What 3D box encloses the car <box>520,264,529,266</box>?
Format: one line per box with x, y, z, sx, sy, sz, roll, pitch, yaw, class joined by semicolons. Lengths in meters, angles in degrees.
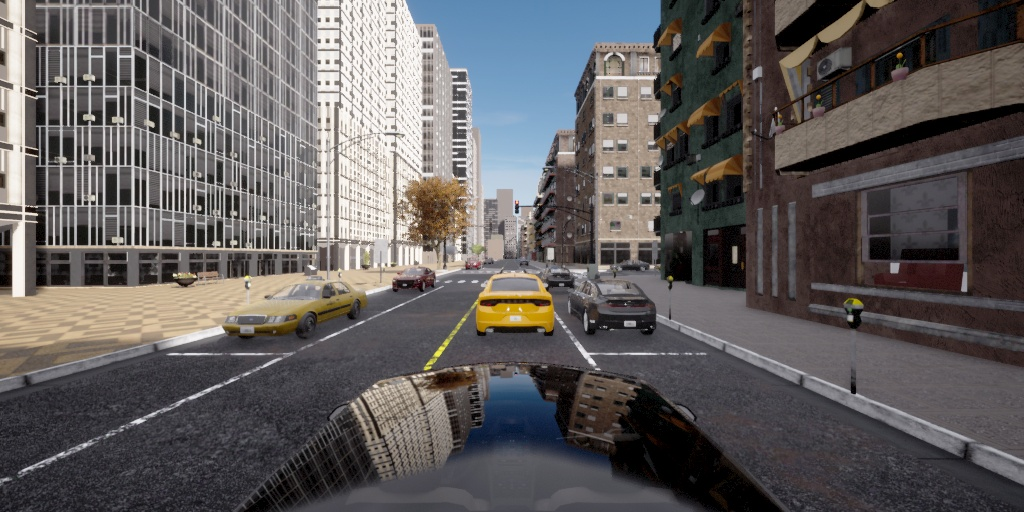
0.066;1.355;20.689;1.895;1.301;4.718;0;0;0;car

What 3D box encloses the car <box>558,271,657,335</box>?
2.674;1.301;10.316;2.007;1.370;4.403;0;0;0;car

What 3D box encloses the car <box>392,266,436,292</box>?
-5.726;1.300;21.367;1.888;1.381;4.507;0;0;0;car

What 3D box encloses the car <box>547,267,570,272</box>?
2.654;1.305;21.382;2.007;1.370;4.403;0;0;0;car

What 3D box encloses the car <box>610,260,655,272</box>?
13.366;1.109;40.817;4.403;1.370;2.007;0;0;-1;car

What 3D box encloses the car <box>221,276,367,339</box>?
-5.706;1.276;10.132;1.751;1.417;4.829;0;0;0;car

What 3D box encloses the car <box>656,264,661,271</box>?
18.763;1.006;40.881;4.829;1.417;1.751;0;0;-1;car

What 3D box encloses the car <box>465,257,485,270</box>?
-5.784;1.099;53.755;2.192;1.841;5.009;0;0;0;car

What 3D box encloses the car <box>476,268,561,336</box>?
0.073;1.228;10.410;1.882;1.535;5.008;0;0;0;car
